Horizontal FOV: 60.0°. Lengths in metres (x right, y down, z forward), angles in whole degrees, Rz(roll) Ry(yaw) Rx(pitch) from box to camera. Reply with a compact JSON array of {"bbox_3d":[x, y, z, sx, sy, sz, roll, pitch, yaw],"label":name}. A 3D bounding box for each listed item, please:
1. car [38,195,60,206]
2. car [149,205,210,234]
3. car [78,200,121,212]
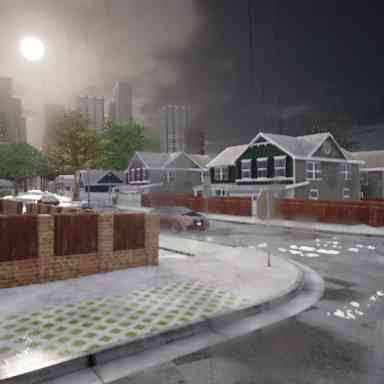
[{"bbox_3d":[-17.505,1.123,40.649,1.882,1.535,5.008,-1,1,-34],"label":"car"},{"bbox_3d":[-0.919,1.470,18.875,1.994,1.385,4.181,-1,2,-40],"label":"car"},{"bbox_3d":[-7.633,1.357,27.076,2.033,1.411,5.357,-1,1,-38],"label":"car"}]
